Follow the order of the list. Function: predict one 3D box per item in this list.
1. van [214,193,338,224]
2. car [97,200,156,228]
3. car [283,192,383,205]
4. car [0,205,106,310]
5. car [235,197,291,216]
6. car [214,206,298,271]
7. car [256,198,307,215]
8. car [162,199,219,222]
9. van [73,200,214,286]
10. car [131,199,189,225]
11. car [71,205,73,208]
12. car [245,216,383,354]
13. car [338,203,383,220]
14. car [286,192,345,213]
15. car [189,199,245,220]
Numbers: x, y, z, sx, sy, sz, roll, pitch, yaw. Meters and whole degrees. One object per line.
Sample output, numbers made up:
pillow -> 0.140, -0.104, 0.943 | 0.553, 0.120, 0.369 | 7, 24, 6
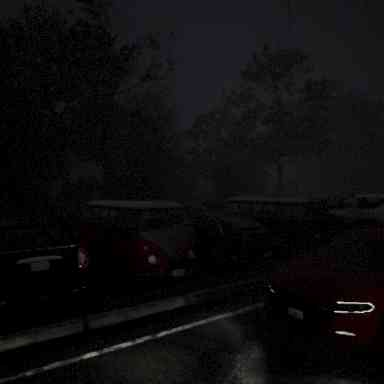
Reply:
van -> 2.840, 1.177, 12.615 | 1.878, 1.987, 4.442 | 0, 0, -36
car -> -4.676, 1.402, 22.950 | 1.946, 1.575, 5.366 | 0, 0, -36
car -> 7.451, 1.116, 15.807 | 2.435, 2.045, 5.566 | 0, 0, -36
car -> -3.916, 1.332, 7.604 | 2.185, 1.767, 4.553 | 0, 0, -36
car -> 6.544, 1.322, 31.201 | 2.097, 1.535, 5.008 | 0, 0, -36
car -> 0.633, 1.423, 10.886 | 2.231, 1.521, 4.892 | 0, 0, -36
car -> 8.706, 1.349, 32.752 | 2.002, 1.452, 4.674 | 0, 0, -36
car -> -0.236, 1.399, 26.319 | 2.163, 1.488, 4.792 | 0, 0, -36
van -> -1.586, 1.214, 9.165 | 1.878, 1.987, 4.442 | 0, 0, -36
car -> -2.514, 1.387, 24.717 | 2.097, 1.535, 5.008 | 0, 0, -36
car -> -7.047, 1.463, 21.478 | 2.002, 1.452, 4.674 | 0, 0, -36
car -> 3.504, 1.435, 6.188 | 5.008, 1.535, 1.882 | 0, 0, -36
car -> 5.192, 1.385, 14.148 | 2.097, 1.535, 5.008 | 0, 0, -36
car -> 13.249, 1.038, 35.971 | 2.435, 2.045, 5.566 | 0, 0, -36
car -> 1.995, 1.381, 27.987 | 2.163, 1.488, 4.792 | 0, 0, -36
